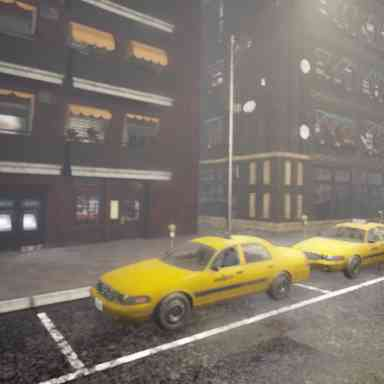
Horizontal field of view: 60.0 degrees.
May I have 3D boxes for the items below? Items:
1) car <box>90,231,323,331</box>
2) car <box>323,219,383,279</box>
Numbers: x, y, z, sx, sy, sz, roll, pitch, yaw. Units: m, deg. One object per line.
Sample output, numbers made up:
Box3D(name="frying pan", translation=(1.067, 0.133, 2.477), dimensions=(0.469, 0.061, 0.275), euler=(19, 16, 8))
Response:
Box3D(name="car", translation=(0.437, 1.526, 6.855), dimensions=(4.829, 1.417, 1.752), euler=(0, 1, -36))
Box3D(name="car", translation=(4.924, 1.527, 10.058), dimensions=(4.829, 1.417, 1.752), euler=(0, 1, -36))
